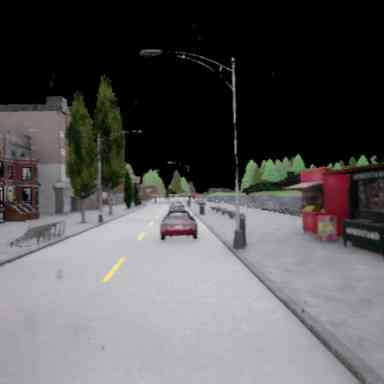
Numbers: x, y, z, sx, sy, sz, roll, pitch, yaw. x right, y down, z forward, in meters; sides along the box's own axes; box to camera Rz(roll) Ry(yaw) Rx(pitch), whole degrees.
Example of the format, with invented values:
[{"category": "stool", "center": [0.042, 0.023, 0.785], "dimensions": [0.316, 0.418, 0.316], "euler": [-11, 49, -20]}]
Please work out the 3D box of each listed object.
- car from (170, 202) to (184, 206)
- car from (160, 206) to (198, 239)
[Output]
[{"category": "car", "center": [-1.671, 1.870, 37.168], "dimensions": [2.033, 1.411, 5.357], "euler": [-2, 0, -3]}, {"category": "car", "center": [-0.737, 1.722, 18.512], "dimensions": [1.994, 1.385, 4.181], "euler": [-2, 0, -3]}]
